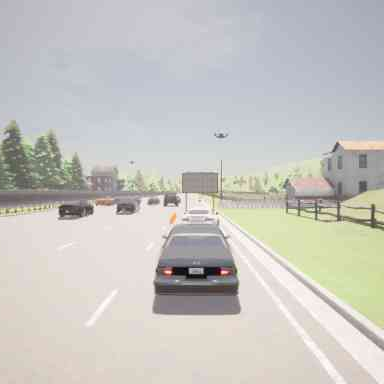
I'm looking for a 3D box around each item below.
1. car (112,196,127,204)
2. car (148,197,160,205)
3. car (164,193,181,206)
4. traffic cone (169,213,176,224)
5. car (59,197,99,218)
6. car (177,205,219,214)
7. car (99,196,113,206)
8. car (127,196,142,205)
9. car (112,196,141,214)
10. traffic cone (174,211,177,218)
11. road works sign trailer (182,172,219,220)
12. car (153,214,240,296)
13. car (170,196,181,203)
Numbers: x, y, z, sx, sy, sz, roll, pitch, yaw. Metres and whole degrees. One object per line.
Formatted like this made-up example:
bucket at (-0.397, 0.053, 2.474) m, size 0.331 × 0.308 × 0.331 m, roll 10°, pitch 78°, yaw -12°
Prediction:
car at (-13.813, 1.525, 63.738) m, size 1.812 × 1.442 × 4.674 m, roll 0°, pitch 0°, yaw 0°
car at (-6.822, 1.547, 60.070) m, size 2.033 × 1.411 × 5.357 m, roll 0°, pitch 0°, yaw 1°
car at (-3.327, 1.221, 53.362) m, size 2.150 × 2.045 × 5.566 m, roll 0°, pitch 0°, yaw 0°
traffic cone at (-1.456, 1.955, 23.181) m, size 0.340 × 0.580 × 0.340 m, roll 0°, pitch 0°, yaw 0°
car at (-10.359, 1.477, 30.146) m, size 1.882 × 1.535 × 5.008 m, roll 0°, pitch 0°, yaw 0°
car at (0.488, 1.539, 18.460) m, size 1.812 × 1.442 × 4.674 m, roll -1°, pitch -1°, yaw 6°
car at (-13.829, 1.352, 53.136) m, size 2.097 × 1.767 × 4.553 m, roll 0°, pitch 0°, yaw 0°
car at (-10.318, 1.525, 59.708) m, size 1.812 × 1.442 × 4.674 m, roll 0°, pitch 0°, yaw 0°
car at (-6.851, 1.504, 35.903) m, size 1.837 × 1.490 × 4.892 m, roll 0°, pitch 0°, yaw 0°
traffic cone at (-1.453, 1.955, 25.181) m, size 0.340 × 0.580 × 0.340 m, roll 0°, pitch 0°, yaw 0°
road works sign trailer at (0.517, 0.464, 22.074) m, size 2.380 × 3.560 × 2.880 m, roll 0°, pitch 0°, yaw -3°
car at (0.110, 1.547, 8.825) m, size 2.033 × 1.411 × 5.357 m, roll 0°, pitch 0°, yaw 1°
car at (-3.307, 1.564, 68.577) m, size 1.994 × 1.385 × 4.181 m, roll 0°, pitch 0°, yaw 0°
